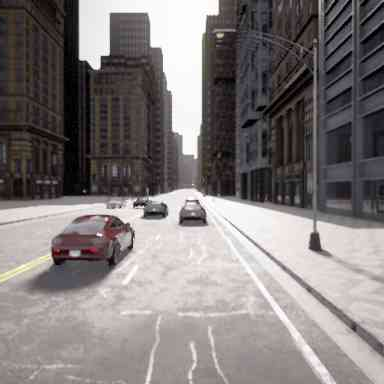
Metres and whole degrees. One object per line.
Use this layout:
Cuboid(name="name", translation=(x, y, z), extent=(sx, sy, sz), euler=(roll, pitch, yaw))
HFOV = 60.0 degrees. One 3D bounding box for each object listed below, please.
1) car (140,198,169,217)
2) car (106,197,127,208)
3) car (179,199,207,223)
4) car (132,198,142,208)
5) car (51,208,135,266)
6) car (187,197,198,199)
Cuboid(name="car", translation=(-3.188, 1.451, 30.100), extent=(1.994, 1.385, 4.181), euler=(0, 0, 0))
Cuboid(name="car", translation=(-9.805, 1.418, 43.633), extent=(1.812, 1.442, 4.674), euler=(0, 0, 0))
Cuboid(name="car", translation=(0.070, 1.467, 24.801), extent=(1.994, 1.385, 4.181), euler=(0, 0, 0))
Cuboid(name="car", translation=(-6.555, 1.453, 43.607), extent=(1.895, 1.301, 4.718), euler=(0, 0, 0))
Cuboid(name="car", translation=(-3.163, 1.480, 11.288), extent=(1.812, 1.442, 4.674), euler=(0, 0, 0))
Cuboid(name="car", translation=(0.046, 1.336, 42.672), extent=(2.128, 1.511, 4.902), euler=(0, 0, 0))
